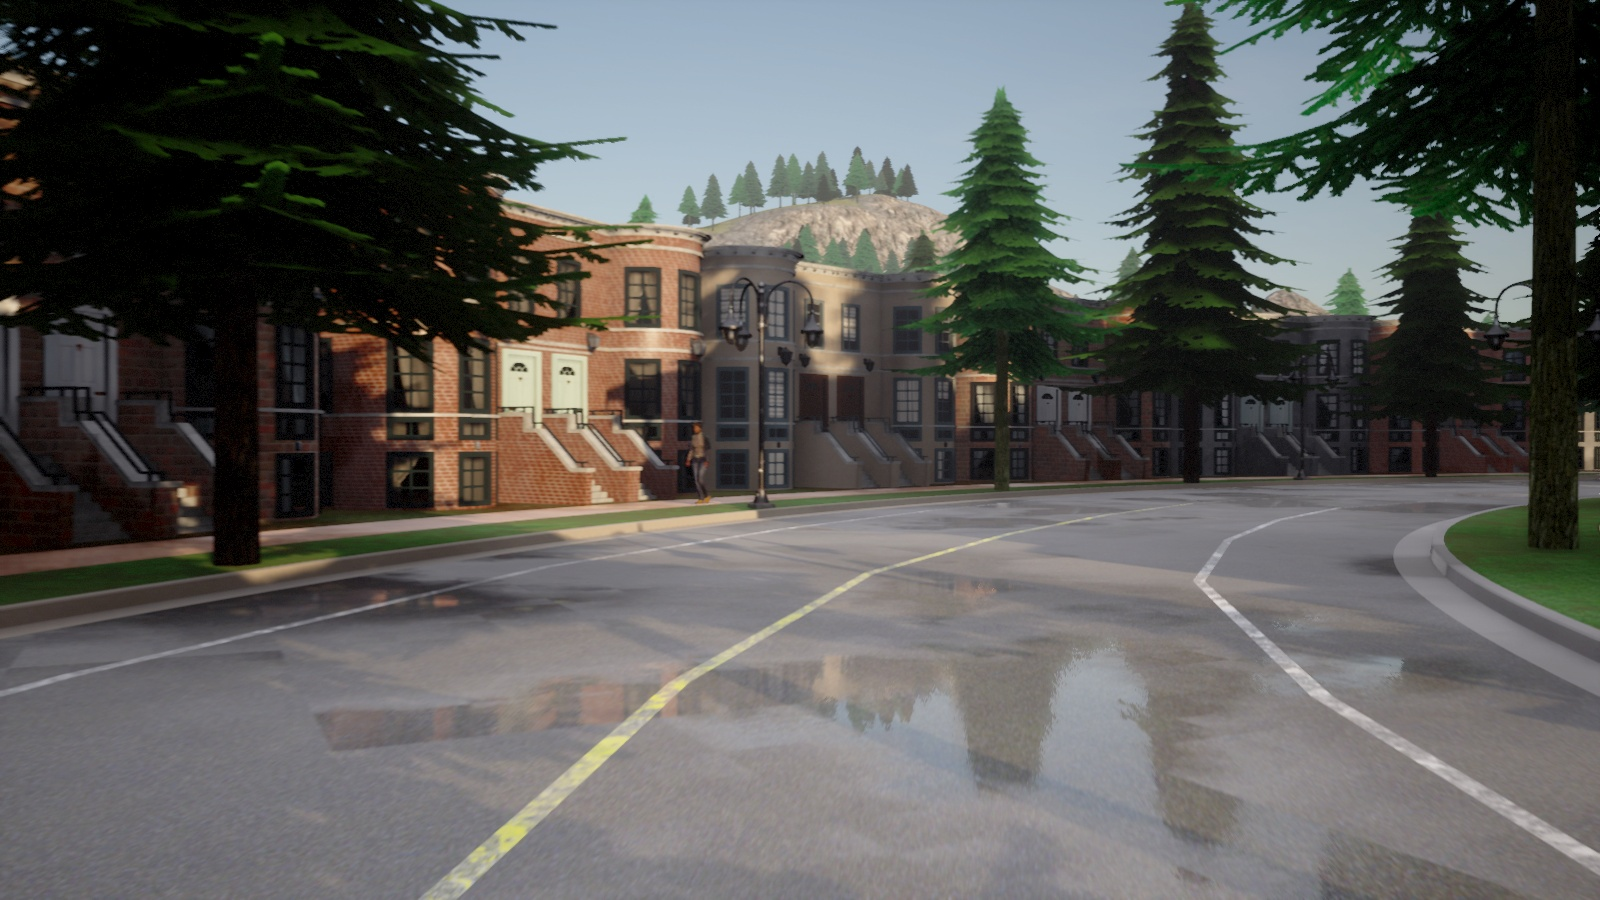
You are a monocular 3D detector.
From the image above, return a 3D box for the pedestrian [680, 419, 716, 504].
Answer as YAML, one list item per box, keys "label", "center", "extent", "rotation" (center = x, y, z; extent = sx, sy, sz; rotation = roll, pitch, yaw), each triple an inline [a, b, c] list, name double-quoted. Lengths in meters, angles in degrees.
- label: "pedestrian"
  center: [-2.204, 0.246, 27.153]
  extent: [0.328, 1.805, 0.869]
  rotation: [0, 0, 31]
